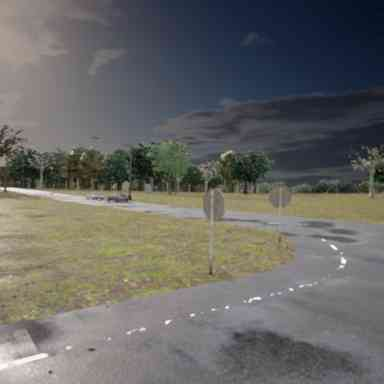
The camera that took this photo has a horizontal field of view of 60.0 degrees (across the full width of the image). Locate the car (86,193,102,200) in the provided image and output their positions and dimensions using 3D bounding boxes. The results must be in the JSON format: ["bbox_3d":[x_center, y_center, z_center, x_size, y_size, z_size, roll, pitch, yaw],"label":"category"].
[{"bbox_3d":[-17.377,0.762,59.661,1.895,1.301,4.718,2,0,-35],"label":"car"}]

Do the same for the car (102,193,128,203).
[{"bbox_3d":[-11.570,0.847,51.481,2.128,1.511,4.902,2,0,-35],"label":"car"}]
